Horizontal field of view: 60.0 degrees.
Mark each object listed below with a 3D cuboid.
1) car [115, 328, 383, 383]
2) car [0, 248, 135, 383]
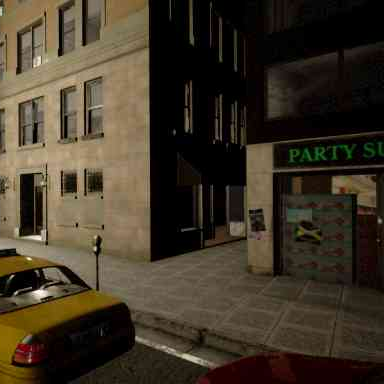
[{"bbox_3d":[1.767,1.582,1.594,4.206,1.307,1.802,0,-1,36],"label":"car"},{"bbox_3d":[-2.987,1.526,4.992,4.829,1.417,1.752,0,-1,36],"label":"car"}]
